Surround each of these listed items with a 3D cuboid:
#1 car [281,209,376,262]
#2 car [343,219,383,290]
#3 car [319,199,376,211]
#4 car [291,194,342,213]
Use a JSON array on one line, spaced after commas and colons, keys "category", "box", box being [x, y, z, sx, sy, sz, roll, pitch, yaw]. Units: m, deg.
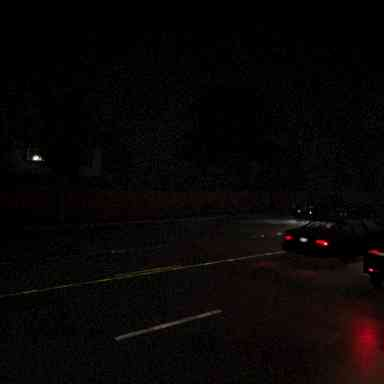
[{"category": "car", "box": [5.525, 1.552, 11.858, 5.357, 1.411, 2.033, 0, 0, -35]}, {"category": "car", "box": [5.998, 1.495, 7.898, 4.902, 1.511, 2.128, 0, 0, -35]}, {"category": "car", "box": [12.206, 1.515, 25.469, 4.892, 1.490, 1.837, 0, 0, -36]}, {"category": "car", "box": [11.049, 1.232, 28.943, 5.566, 2.045, 2.150, 0, 0, -36]}]
